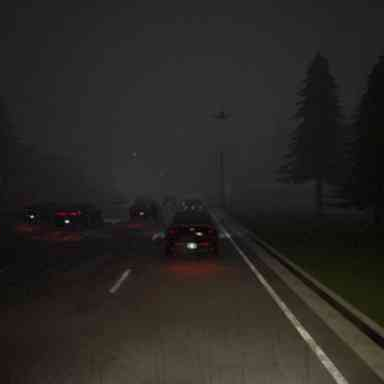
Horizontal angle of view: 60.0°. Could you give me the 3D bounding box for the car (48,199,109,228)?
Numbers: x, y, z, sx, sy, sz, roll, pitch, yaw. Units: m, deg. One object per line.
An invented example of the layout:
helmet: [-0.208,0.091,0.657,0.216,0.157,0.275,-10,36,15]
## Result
car: [-6.895,1.351,20.790,1.837,1.490,4.892,0,1,0]

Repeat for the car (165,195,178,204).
car: [-3.215,1.142,48.541,1.837,1.490,4.892,0,1,0]

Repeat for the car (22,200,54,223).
car: [-10.386,1.327,24.040,1.837,1.490,4.892,0,1,0]

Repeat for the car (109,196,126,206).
car: [-10.217,1.207,45.622,2.033,1.411,5.357,0,0,0]

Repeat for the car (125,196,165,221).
car: [-3.385,1.290,24.960,1.882,1.535,5.008,0,1,0]

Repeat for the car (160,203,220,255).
car: [0.020,1.409,12.786,1.837,1.490,4.892,0,1,1]

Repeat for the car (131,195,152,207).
car: [-6.719,1.212,44.846,2.033,1.411,5.357,0,0,0]

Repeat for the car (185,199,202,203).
car: [0.154,1.318,30.484,2.033,1.411,5.357,0,0,1]
